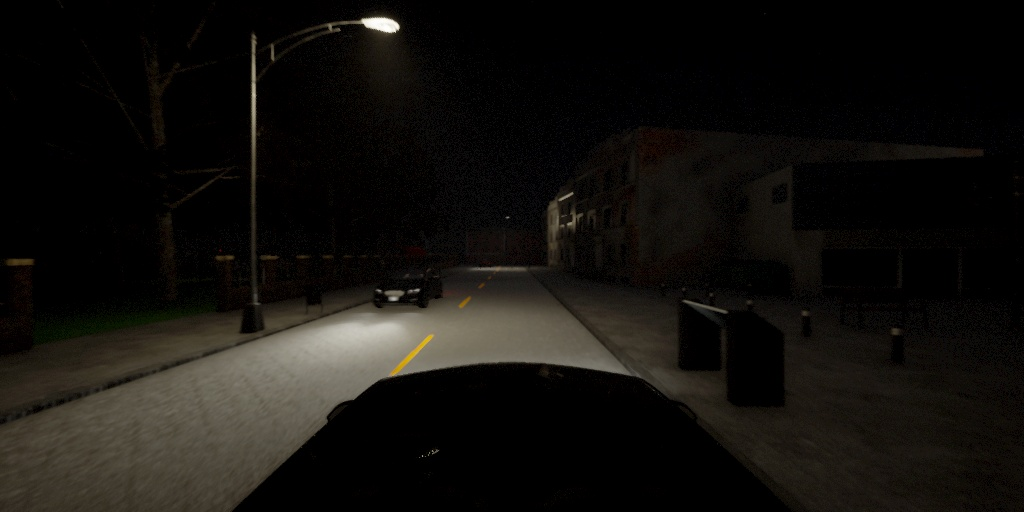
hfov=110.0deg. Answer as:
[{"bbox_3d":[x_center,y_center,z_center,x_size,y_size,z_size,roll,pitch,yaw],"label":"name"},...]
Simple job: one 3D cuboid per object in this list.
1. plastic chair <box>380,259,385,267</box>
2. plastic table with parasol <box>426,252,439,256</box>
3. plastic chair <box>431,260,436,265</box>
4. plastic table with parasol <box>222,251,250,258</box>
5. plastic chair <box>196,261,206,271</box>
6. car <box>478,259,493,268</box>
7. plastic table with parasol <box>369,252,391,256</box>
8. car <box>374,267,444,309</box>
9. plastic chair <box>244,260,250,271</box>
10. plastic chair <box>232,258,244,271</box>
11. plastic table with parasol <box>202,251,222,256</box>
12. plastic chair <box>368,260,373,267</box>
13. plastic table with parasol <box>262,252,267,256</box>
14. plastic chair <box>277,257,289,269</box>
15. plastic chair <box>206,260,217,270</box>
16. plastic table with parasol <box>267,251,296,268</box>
[{"bbox_3d":[-19.735,1.154,54.071,0.750,1.272,0.730,0,0,-44],"label":"plastic chair"},{"bbox_3d":[-13.096,0.615,57.290,2.482,2.480,2.482,0,0,-40],"label":"plastic table with parasol"},{"bbox_3d":[-12.364,1.221,56.291,0.750,1.272,0.730,0,0,-40],"label":"plastic chair"},{"bbox_3d":[-33.991,0.602,44.399,2.482,2.480,2.482,0,0,-40],"label":"plastic table with parasol"},{"bbox_3d":[-40.284,1.220,46.240,0.730,1.272,0.750,0,0,-35],"label":"plastic chair"},{"bbox_3d":[-4.096,1.158,56.005,1.812,1.442,4.674,0,0,0],"label":"car"},{"bbox_3d":[-20.556,0.560,54.917,2.482,2.480,2.482,0,0,-38],"label":"plastic table with parasol"},{"bbox_3d":[-4.098,1.213,14.865,2.128,1.511,4.902,0,0,0],"label":"car"},{"bbox_3d":[-32.971,1.199,45.135,0.730,1.272,0.750,0,0,-40],"label":"plastic chair"},{"bbox_3d":[-33.259,1.206,43.400,0.750,1.272,0.730,0,0,-40],"label":"plastic chair"},{"bbox_3d":[-39.310,0.586,47.139,2.482,2.480,2.482,0,0,-40],"label":"plastic table with parasol"},{"bbox_3d":[-21.451,1.144,54.215,0.730,1.272,0.750,0,0,-38],"label":"plastic chair"},{"bbox_3d":[-34.611,0.563,52.612,2.482,2.480,2.482,0,0,-42],"label":"plastic table with parasol"},{"bbox_3d":[-30.636,1.061,47.846,0.750,1.272,0.730,0,0,-39],"label":"plastic chair"},{"bbox_3d":[-38.578,1.214,46.142,0.750,1.272,0.730,0,0,-40],"label":"plastic chair"},{"bbox_3d":[-31.344,0.519,48.817,2.482,2.480,2.482,0,0,-39],"label":"plastic table with parasol"}]
